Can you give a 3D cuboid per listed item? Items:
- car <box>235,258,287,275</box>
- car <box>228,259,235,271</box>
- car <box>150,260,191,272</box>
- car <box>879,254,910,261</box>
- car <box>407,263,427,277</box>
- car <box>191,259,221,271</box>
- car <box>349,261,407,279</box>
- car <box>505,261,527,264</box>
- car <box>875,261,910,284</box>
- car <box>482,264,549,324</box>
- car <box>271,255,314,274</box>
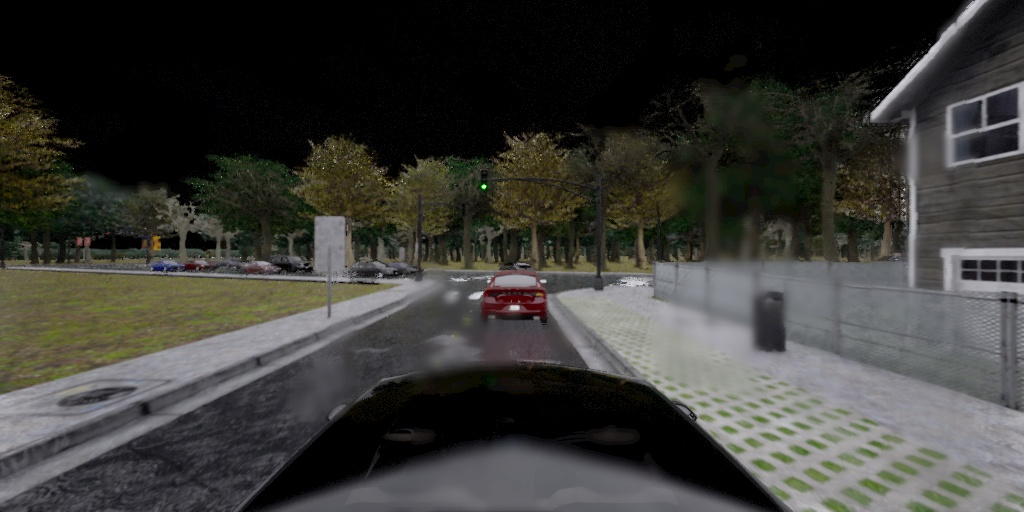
[{"bbox_3d":[-26.375,1.240,37.646,4.674,1.442,1.812,0,0,23],"label":"car"},{"bbox_3d":[-36.014,1.236,48.985,4.892,1.490,1.837,0,0,23],"label":"car"},{"bbox_3d":[-43.212,1.213,45.012,5.008,1.535,1.882,0,0,23],"label":"car"},{"bbox_3d":[27.493,0.891,25.231,5.566,2.045,2.150,0,0,23],"label":"car"},{"bbox_3d":[-10.799,1.259,34.458,5.357,1.411,2.033,0,0,23],"label":"car"},{"bbox_3d":[-41.924,1.220,47.996,5.008,1.535,1.882,0,0,23],"label":"car"},{"bbox_3d":[-12.038,1.209,31.451,4.892,1.490,1.837,0,0,23],"label":"car"},{"bbox_3d":[0.230,1.210,31.380,1.837,1.490,4.892,3,-1,-21],"label":"car"},{"bbox_3d":[25.201,1.229,22.675,4.181,1.385,1.994,0,0,23],"label":"car"},{"bbox_3d":[0.149,1.214,11.948,1.882,1.535,5.008,0,0,2],"label":"car"},{"bbox_3d":[-25.152,0.943,40.660,5.566,2.045,2.150,0,0,23],"label":"car"}]
